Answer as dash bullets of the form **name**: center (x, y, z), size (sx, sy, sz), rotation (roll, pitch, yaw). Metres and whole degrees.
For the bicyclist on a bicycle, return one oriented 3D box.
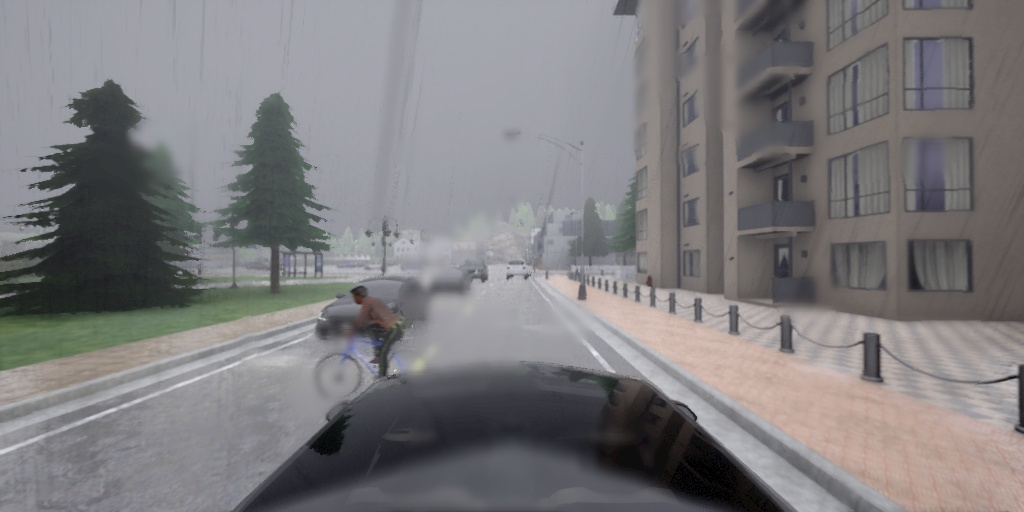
- **bicyclist on a bicycle**: center (-1.985, 1.242, 5.095), size (1.656, 1.620, 0.582), rotation (-2, -1, 0)

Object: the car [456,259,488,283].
- **car**: center (-3.411, 1.329, 32.964), size (2.150, 2.045, 5.566), rotation (0, -1, 0)

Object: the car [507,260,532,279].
- **car**: center (0.780, 1.398, 38.655), size (2.150, 2.045, 5.566), rotation (-1, -1, 8)

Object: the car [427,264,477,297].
- **car**: center (-3.459, 1.449, 21.118), size (1.882, 1.535, 5.008), rotation (0, -1, 1)

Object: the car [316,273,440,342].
- **car**: center (-3.574, 1.353, 10.185), size (1.837, 1.490, 4.892), rotation (0, -1, 0)
